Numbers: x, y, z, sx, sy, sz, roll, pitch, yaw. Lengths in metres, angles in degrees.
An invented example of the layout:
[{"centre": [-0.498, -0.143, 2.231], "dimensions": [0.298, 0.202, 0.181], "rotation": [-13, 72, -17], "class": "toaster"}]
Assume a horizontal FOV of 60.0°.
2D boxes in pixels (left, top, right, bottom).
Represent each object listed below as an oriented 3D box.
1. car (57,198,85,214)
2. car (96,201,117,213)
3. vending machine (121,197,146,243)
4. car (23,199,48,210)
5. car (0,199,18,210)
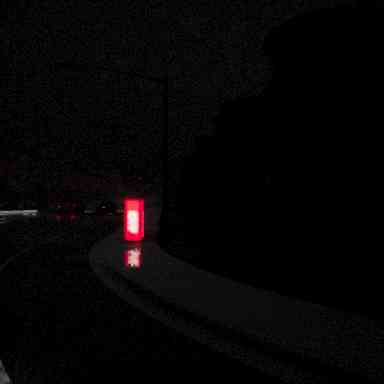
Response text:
[{"centre": [-13.753, 1.524, 38.178], "dimensions": [2.097, 1.767, 4.553], "rotation": [0, 0, -4], "class": "car"}, {"centre": [-10.445, 1.781, 40.837], "dimensions": [1.994, 1.385, 4.181], "rotation": [1, 0, -4], "class": "car"}, {"centre": [-2.747, 1.292, 15.719], "dimensions": [1.100, 2.100, 0.880], "rotation": [1, 0, -4], "class": "vending machine"}, {"centre": [-21.508, 1.657, 45.882], "dimensions": [2.128, 1.511, 4.902], "rotation": [0, -1, -4], "class": "car"}, {"centre": [-24.908, 1.650, 44.288], "dimensions": [1.812, 1.442, 4.674], "rotation": [0, -1, -4], "class": "car"}]
